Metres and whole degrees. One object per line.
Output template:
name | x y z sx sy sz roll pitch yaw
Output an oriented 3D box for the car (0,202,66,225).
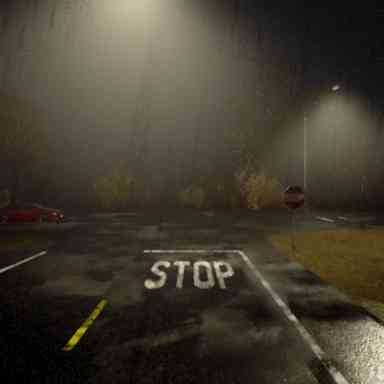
car | -10.560 1.381 21.847 4.181 1.385 1.994 0 0 0
